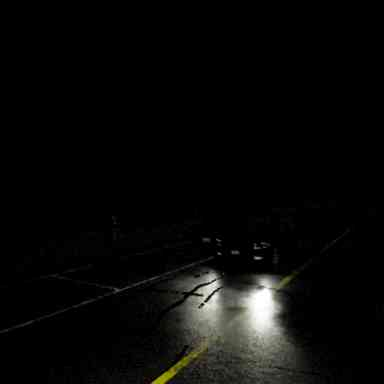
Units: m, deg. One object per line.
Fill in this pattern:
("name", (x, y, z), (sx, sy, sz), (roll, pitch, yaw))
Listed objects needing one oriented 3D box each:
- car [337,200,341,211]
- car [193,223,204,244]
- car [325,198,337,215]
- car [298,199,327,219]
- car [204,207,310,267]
("car", (16.142, 1.468, 38.903), (1.967, 1.590, 4.097), (0, 0, 31))
("car", (1.716, 1.575, 15.343), (1.947, 1.339, 4.313), (0, 0, 31))
("car", (13.257, 1.590, 34.191), (1.947, 1.339, 4.313), (0, 0, 31))
("car", (10.372, 1.602, 29.479), (1.802, 1.307, 4.206), (0, 0, 31))
("car", (2.554, 1.485, 11.796), (1.882, 1.535, 5.008), (0, 0, 31))
